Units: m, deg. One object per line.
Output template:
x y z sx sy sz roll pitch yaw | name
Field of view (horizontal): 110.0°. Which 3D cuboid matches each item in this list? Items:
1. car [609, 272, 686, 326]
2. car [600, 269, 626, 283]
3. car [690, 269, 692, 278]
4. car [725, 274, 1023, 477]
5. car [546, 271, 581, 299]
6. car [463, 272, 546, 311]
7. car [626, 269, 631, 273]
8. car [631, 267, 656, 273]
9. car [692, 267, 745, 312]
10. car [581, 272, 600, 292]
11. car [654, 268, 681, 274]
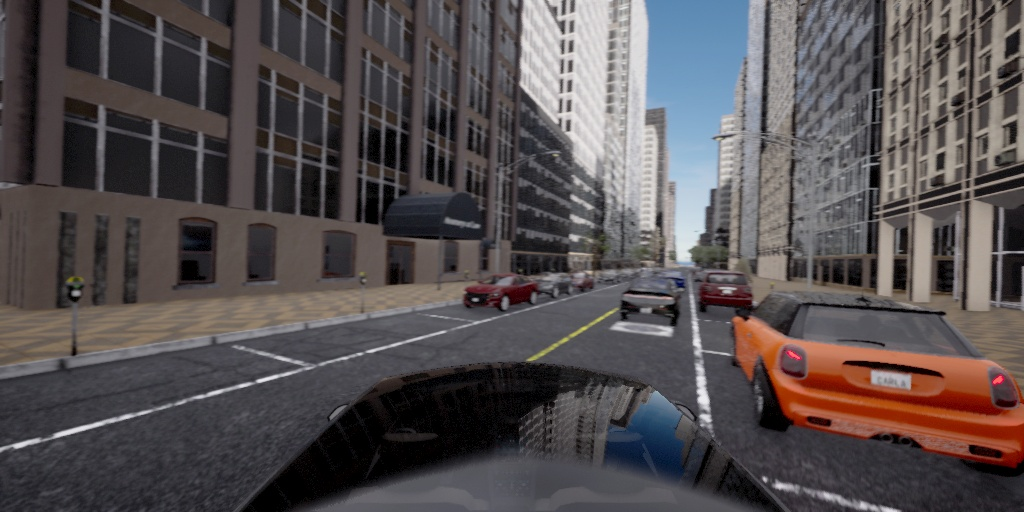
5.290 1.560 13.443 2.128 1.511 4.902 2 -1 26 | car
9.656 2.003 35.519 2.007 1.370 4.403 0 0 26 | car
22.182 2.550 42.019 2.007 1.370 4.403 0 0 26 | car
4.761 1.324 5.529 2.097 1.767 4.553 2 -1 26 | car
2.141 1.563 20.220 2.007 1.370 4.403 0 0 26 | car
-0.363 1.411 15.119 1.888 1.381 4.507 0 0 26 | car
14.666 2.295 45.718 2.007 1.370 4.403 0 0 26 | car
15.418 2.222 41.143 2.128 1.511 4.902 2 -1 27 | car
9.658 1.583 16.521 2.192 1.841 5.009 0 0 26 | car
4.647 1.741 25.319 1.802 1.307 4.207 0 0 26 | car
12.931 1.993 29.005 1.882 1.535 5.008 2 -1 26 | car
